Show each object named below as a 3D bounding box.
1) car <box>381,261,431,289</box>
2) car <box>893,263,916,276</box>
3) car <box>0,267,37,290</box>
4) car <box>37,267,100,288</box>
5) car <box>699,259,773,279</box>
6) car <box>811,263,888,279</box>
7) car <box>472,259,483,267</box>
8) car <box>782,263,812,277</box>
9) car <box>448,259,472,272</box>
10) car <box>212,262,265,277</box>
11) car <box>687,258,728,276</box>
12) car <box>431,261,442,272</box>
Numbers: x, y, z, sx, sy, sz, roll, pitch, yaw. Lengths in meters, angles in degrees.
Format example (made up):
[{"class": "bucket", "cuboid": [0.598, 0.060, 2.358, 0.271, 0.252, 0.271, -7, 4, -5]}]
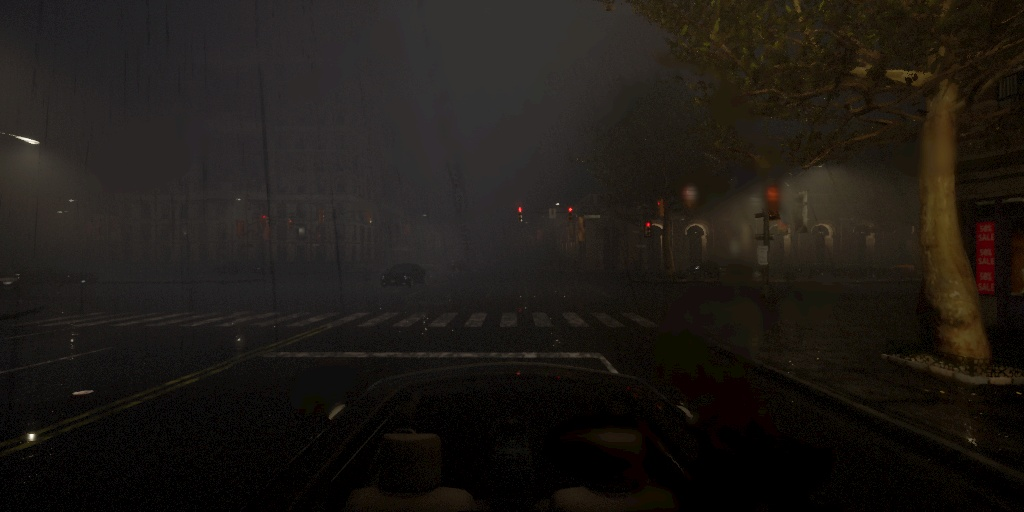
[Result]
[{"class": "car", "cuboid": [-7.021, 1.227, 23.640, 1.882, 1.535, 5.008, 0, 0, 0]}, {"class": "car", "cuboid": [39.861, 1.228, 34.556, 5.008, 1.535, 1.882, 0, 0, 1]}, {"class": "car", "cuboid": [-30.498, 1.242, 20.012, 4.902, 1.511, 2.128, 0, 0, 1]}, {"class": "car", "cuboid": [-30.276, 1.351, 23.508, 4.718, 1.301, 1.895, 0, 0, 1]}, {"class": "car", "cuboid": [19.437, 1.255, 31.252, 4.892, 1.490, 1.837, 0, 0, 1]}, {"class": "car", "cuboid": [29.384, 1.351, 31.162, 4.718, 1.301, 1.895, 0, 0, 1]}, {"class": "car", "cuboid": [-6.857, 1.241, 63.329, 2.128, 1.511, 4.902, 0, 0, 1]}, {"class": "car", "cuboid": [29.398, 1.351, 34.662, 4.718, 1.301, 1.895, 0, 0, 1]}, {"class": "car", "cuboid": [-6.949, 1.298, 47.820, 2.033, 1.411, 5.357, 0, 0, 0]}, {"class": "car", "cuboid": [-26.758, 1.314, 35.185, 4.181, 1.385, 1.994, 0, 0, 0]}, {"class": "car", "cuboid": [19.458, 1.102, 34.754, 4.553, 1.767, 2.097, 0, 0, 0]}, {"class": "car", "cuboid": [-10.614, 1.351, 46.530, 1.895, 1.301, 4.718, 0, 0, 4]}]
